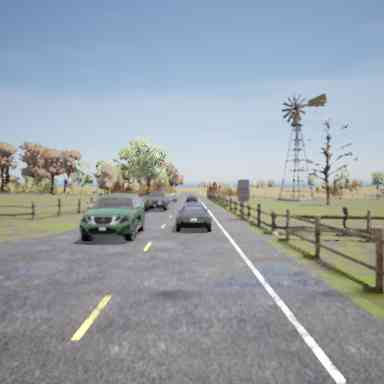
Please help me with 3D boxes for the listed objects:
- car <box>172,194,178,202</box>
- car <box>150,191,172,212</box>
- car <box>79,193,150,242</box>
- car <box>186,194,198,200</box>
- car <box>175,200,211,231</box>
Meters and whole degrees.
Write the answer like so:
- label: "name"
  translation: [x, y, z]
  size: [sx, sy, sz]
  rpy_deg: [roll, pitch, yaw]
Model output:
- label: "car"
  translation: [-3.532, 1.071, 58.677]
  size: [2.128, 1.511, 4.902]
  rpy_deg: [0, 0, 0]
- label: "car"
  translation: [-3.612, 0.968, 35.308]
  size: [2.150, 2.045, 5.566]
  rpy_deg: [0, 0, 0]
- label: "car"
  translation: [-3.607, 1.106, 16.126]
  size: [2.150, 2.045, 5.566]
  rpy_deg: [0, 0, 0]
- label: "car"
  translation: [-0.026, 1.112, 54.704]
  size: [1.837, 1.490, 4.892]
  rpy_deg: [0, 0, 0]
- label: "car"
  translation: [0.089, 1.423, 19.615]
  size: [1.994, 1.385, 4.181]
  rpy_deg: [0, 0, 0]
